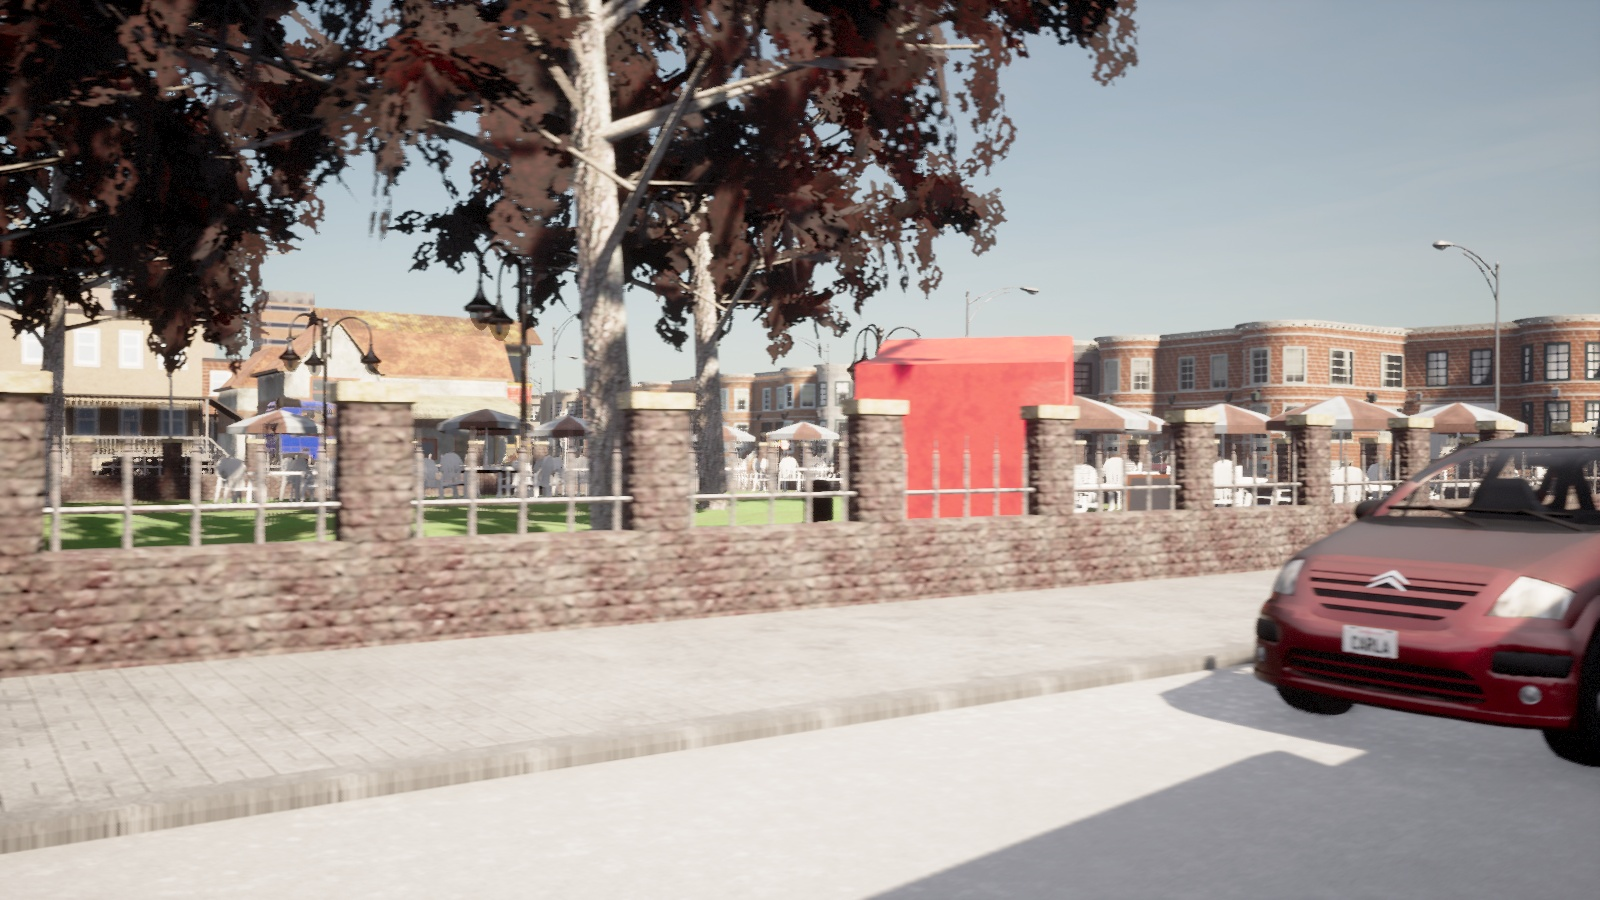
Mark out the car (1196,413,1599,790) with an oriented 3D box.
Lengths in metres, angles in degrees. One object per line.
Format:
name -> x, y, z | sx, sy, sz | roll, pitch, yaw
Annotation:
car -> 4.345, 0.652, 7.293 | 3.988, 1.617, 1.851 | 0, 0, -35

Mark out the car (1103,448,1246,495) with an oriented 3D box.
car -> 13.732, 0.759, 46.367 | 2.033, 1.649, 4.856 | 0, 0, -35

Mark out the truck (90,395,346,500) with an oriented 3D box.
truck -> -20.737, -0.082, 44.978 | 7.936, 3.462, 2.891 | 0, 0, -35

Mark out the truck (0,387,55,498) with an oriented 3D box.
truck -> -30.555, -0.250, 43.034 | 8.468, 3.827, 2.891 | 0, 0, -35
